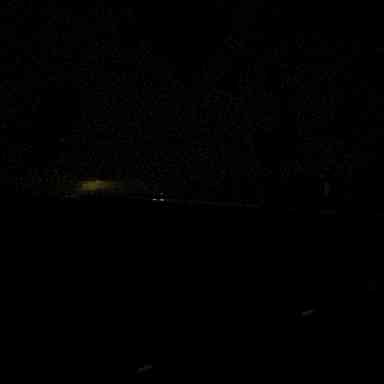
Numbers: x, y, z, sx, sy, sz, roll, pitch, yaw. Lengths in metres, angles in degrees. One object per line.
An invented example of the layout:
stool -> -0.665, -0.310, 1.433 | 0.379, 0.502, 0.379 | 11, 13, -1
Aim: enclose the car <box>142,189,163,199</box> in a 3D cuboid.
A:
car -> -6.932, 0.322, 58.367 | 2.097, 1.767, 4.553 | 0, 1, -35
